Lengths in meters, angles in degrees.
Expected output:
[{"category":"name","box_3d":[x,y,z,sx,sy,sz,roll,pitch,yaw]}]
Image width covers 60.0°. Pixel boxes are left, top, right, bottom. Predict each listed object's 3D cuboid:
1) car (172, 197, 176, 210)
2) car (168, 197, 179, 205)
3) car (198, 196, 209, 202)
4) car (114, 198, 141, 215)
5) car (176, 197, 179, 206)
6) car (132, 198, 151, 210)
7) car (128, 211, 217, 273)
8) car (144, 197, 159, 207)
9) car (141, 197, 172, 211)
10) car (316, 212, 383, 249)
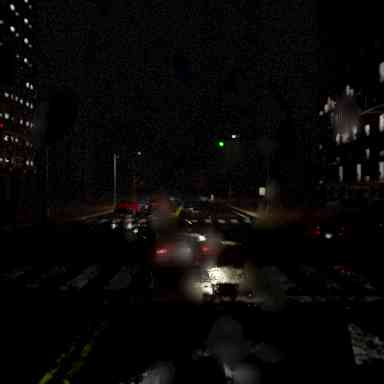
[{"category":"car","box_3d":[-3.352,1.540,41.379,1.837,1.490,4.892,0,0,0]},{"category":"car","box_3d":[-3.348,1.595,61.032,1.994,1.385,4.181,0,0,-1]},{"category":"car","box_3d":[2.630,1.541,74.707,1.812,1.442,4.674,0,0,-4]},{"category":"car","box_3d":[-6.605,1.512,34.112,1.882,1.535,5.008,0,0,0]},{"category":"car","box_3d":[-3.345,1.525,50.998,2.128,1.511,4.902,0,0,0]},{"category":"car","box_3d":[-6.606,1.560,44.032,1.812,1.442,4.674,0,0,0]},{"category":"car","box_3d":[-0.799,1.570,10.822,2.033,1.411,5.357,0,0,-15]},{"category":"car","box_3d":[-6.597,1.538,54.397,1.837,1.490,4.892,0,0,0]},{"category":"car","box_3d":[-3.352,1.386,32.487,2.097,1.767,4.553,0,0,0]},{"category":"car","box_3d":[7.410,1.597,14.811,4.674,1.442,1.812,0,-1,-36]}]
